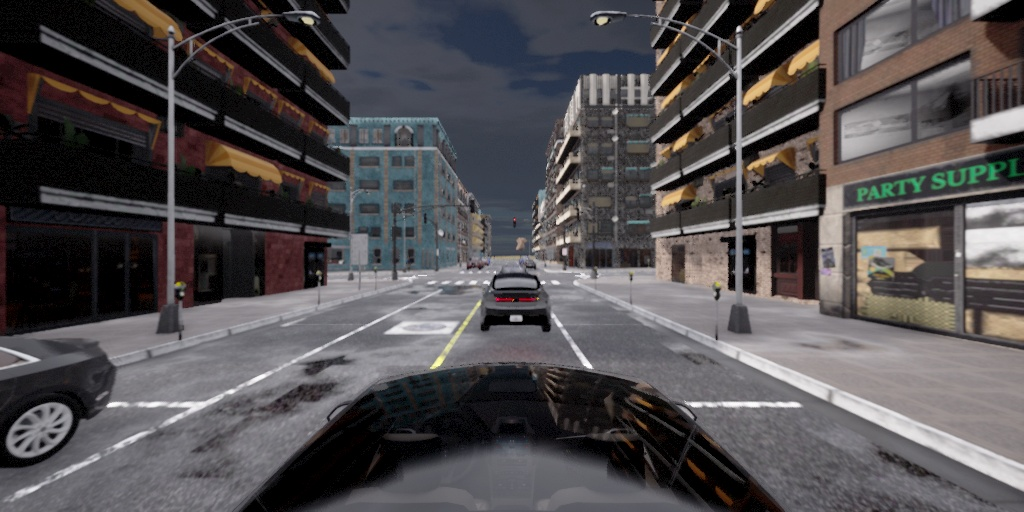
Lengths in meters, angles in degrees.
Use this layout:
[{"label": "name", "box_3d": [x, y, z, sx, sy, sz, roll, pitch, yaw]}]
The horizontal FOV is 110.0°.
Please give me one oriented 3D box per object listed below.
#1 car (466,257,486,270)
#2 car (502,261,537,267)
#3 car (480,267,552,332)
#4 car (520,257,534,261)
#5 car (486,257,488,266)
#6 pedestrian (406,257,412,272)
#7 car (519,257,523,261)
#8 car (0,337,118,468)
[{"label": "car", "box_3d": [-5.325, 1.012, 51.439, 2.192, 1.841, 5.009, 0, 0, 0]}, {"label": "car", "box_3d": [0.097, 1.225, 20.199, 2.128, 1.511, 4.902, 0, 0, 0]}, {"label": "car", "box_3d": [0.095, 1.245, 10.867, 1.837, 1.490, 4.892, 0, 0, 0]}, {"label": "car", "box_3d": [2.555, 1.263, 51.441, 1.948, 1.339, 4.313, 0, 0, 0]}, {"label": "car", "box_3d": [-5.326, 1.235, 56.991, 1.888, 1.381, 4.507, 0, 0, 0]}, {"label": "pedestrian", "box_3d": [-12.159, 0.997, 42.187, 0.375, 1.860, 0.375, 0, 1, 0]}, {"label": "car", "box_3d": [2.553, 1.263, 62.545, 1.802, 1.307, 4.207, 0, 0, 0]}, {"label": "car", "box_3d": [-5.315, 1.300, 2.189, 2.007, 1.370, 4.403, 0, 0, 0]}]
